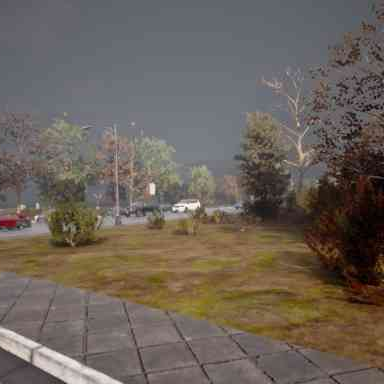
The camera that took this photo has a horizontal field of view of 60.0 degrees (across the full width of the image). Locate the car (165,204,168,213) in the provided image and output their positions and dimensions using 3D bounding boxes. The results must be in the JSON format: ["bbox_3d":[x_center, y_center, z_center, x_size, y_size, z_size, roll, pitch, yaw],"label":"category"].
[{"bbox_3d":[-4.571,2.612,52.713,2.128,1.511,4.902,-3,-2,32],"label":"car"}]

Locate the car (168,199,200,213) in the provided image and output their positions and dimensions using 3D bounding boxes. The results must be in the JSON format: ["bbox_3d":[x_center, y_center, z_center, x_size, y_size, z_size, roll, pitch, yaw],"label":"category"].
[{"bbox_3d":[-0.787,2.197,52.165,2.150,2.045,5.566,-3,-2,33],"label":"car"}]

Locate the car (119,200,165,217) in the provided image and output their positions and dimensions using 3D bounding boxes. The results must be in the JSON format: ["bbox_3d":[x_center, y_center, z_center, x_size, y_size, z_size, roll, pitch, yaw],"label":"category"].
[{"bbox_3d":[-6.468,2.128,43.213,2.150,2.045,5.566,-3,-2,32],"label":"car"}]

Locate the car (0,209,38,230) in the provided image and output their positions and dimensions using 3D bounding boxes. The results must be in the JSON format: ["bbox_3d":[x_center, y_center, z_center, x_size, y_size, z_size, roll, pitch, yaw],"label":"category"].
[{"bbox_3d":[-14.267,2.032,24.340,2.097,1.767,4.553,-3,-2,34],"label":"car"}]

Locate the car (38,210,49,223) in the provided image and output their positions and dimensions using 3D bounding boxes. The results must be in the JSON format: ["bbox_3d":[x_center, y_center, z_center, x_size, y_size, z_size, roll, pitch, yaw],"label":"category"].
[{"bbox_3d":[-14.853,2.510,36.486,2.128,1.511,4.902,-3,-2,33],"label":"car"}]

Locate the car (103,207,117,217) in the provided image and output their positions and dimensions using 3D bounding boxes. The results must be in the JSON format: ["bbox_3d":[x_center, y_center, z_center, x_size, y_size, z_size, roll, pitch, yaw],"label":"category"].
[{"bbox_3d":[-10.038,2.619,44.082,1.994,1.385,4.181,-3,-2,32],"label":"car"}]

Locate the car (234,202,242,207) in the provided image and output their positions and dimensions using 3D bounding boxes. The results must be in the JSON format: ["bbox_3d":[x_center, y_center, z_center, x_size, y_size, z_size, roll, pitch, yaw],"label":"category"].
[{"bbox_3d":[9.582,2.480,61.678,2.033,1.411,5.357,-3,-2,33],"label":"car"}]
